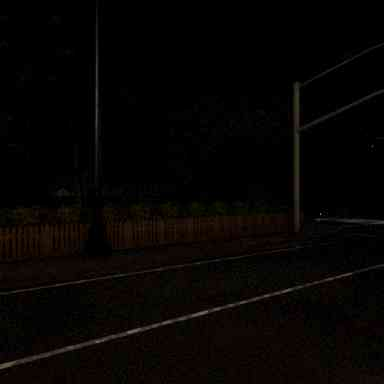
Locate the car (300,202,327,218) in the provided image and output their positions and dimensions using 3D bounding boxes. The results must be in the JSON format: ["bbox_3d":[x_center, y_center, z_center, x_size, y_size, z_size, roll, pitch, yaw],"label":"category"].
[{"bbox_3d":[9.861,1.601,30.565,1.895,1.301,4.718,0,0,-35],"label":"car"}]
